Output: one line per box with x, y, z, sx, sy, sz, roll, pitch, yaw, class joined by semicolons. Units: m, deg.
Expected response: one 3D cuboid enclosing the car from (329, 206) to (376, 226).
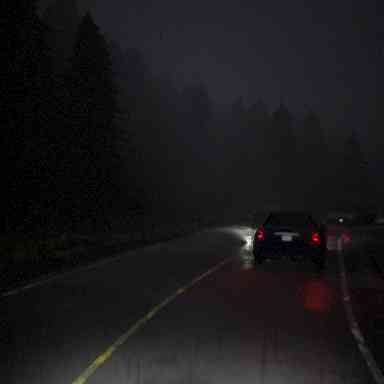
12.101;1.715;24.927;4.718;1.301;1.895;0;0;-44;car

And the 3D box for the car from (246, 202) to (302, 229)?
5.876;1.558;23.445;1.882;1.535;5.008;0;-1;39;car

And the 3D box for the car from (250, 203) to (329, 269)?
3.607;1.395;11.745;2.097;1.767;4.553;0;0;23;car
